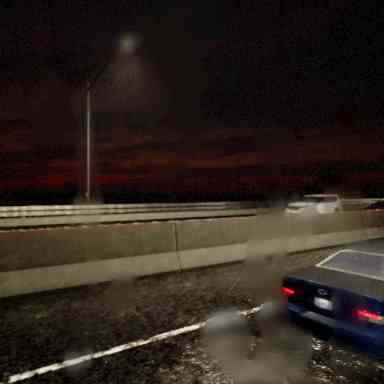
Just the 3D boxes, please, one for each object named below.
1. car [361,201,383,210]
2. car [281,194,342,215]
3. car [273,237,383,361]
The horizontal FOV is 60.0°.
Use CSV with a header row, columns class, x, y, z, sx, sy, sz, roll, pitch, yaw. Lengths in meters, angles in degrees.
class,x,y,z,sx,sy,sz,roll,pitch,yaw
car,15.958,1.498,27.570,5.008,1.535,1.882,0,0,-35
car,10.329,1.231,27.886,5.566,2.045,2.150,0,0,-35
car,3.816,1.553,5.923,5.357,1.411,2.033,0,0,-35
